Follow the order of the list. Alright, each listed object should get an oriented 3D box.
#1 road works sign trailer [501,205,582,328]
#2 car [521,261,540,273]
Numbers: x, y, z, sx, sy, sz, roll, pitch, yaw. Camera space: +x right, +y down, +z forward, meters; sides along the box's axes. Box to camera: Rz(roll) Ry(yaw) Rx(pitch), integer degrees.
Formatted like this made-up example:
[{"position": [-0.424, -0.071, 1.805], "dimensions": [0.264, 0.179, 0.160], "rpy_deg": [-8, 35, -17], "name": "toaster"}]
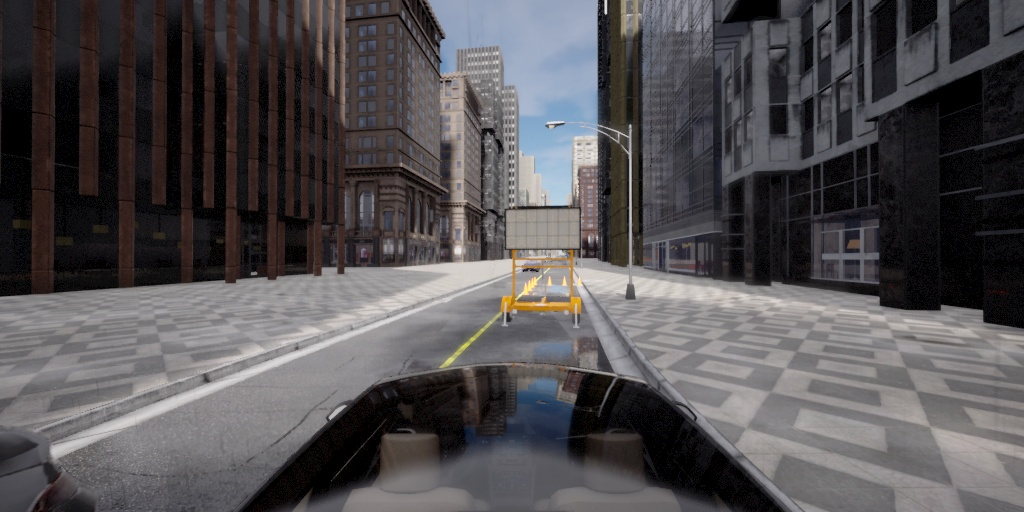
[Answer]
[{"position": [0.985, 0.211, 11.449], "dimensions": [2.380, 3.560, 2.880], "rpy_deg": [0, 0, 8], "name": "road works sign trailer"}, {"position": [2.258, 1.240, 42.188], "dimensions": [2.033, 1.411, 5.357], "rpy_deg": [0, 0, 8], "name": "car"}]
